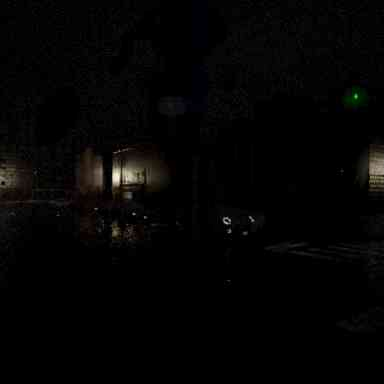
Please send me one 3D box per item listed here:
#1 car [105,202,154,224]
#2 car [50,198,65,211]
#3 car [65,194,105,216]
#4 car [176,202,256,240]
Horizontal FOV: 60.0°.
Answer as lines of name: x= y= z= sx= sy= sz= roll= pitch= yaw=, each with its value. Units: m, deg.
car: x=-4.579 y=1.489 z=24.861 sx=1.812 sy=1.442 sz=4.674 roll=0 pitch=0 yaw=-35
car: x=-16.449 y=1.531 z=41.609 sx=1.812 sy=1.442 sz=4.674 roll=0 pitch=0 yaw=-35
car: x=-10.524 y=1.206 z=33.213 sx=2.150 sy=2.045 sz=5.566 roll=0 pitch=0 yaw=-35
car: x=1.108 y=1.296 z=16.911 sx=2.097 sy=1.767 sz=4.553 roll=0 pitch=0 yaw=-36
